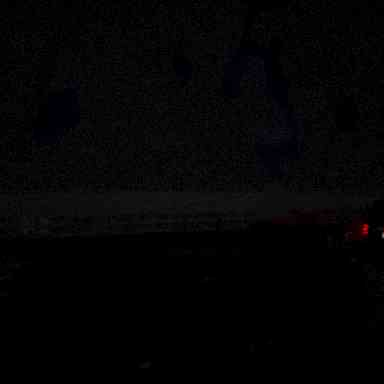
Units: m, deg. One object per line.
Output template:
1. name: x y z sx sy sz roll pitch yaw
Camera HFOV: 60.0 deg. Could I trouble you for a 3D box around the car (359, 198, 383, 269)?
1. car: 7.221 1.157 9.213 5.566 2.045 2.150 0 1 -24
